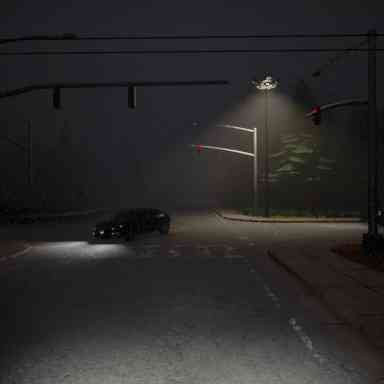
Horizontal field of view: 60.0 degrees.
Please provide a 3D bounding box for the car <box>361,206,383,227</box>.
[{"bbox_3d":[13.761,1.365,22.057,4.553,1.767,2.097,0,0,1],"label":"car"}]

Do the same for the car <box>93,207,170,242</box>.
[{"bbox_3d":[-2.934,1.574,17.054,1.837,1.490,4.892,-4,-2,28],"label":"car"}]
